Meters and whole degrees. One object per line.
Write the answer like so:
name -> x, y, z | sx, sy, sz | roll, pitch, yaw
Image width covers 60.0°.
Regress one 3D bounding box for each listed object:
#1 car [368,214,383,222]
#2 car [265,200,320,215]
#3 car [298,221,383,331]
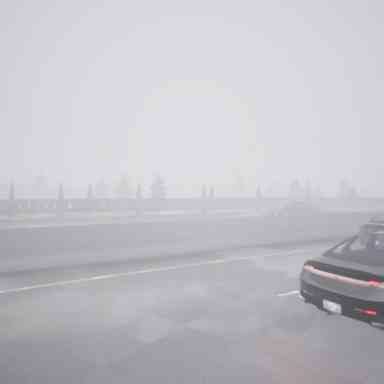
car -> 8.384, 1.483, 12.428 | 4.892, 1.490, 1.837 | 0, 0, -27
car -> 8.491, 1.424, 28.020 | 4.892, 1.490, 1.837 | 0, 0, -22
car -> 4.143, 1.480, 6.161 | 4.902, 1.511, 2.128 | 0, 0, -31
